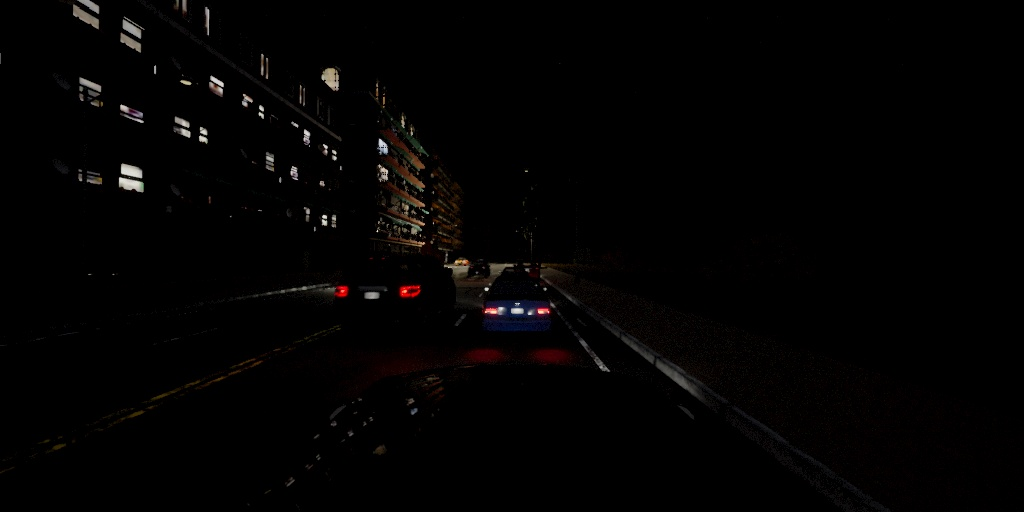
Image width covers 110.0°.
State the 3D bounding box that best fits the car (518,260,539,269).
[{"bbox_3d":[1.192,1.105,29.924,2.097,1.767,4.553,0,0,0],"label":"car"}]

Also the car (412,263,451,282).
[{"bbox_3d":[-6.547,1.301,29.873,2.033,1.411,5.357,0,0,0],"label":"car"}]

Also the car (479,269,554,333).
[{"bbox_3d":[0.119,1.299,10.657,2.033,1.411,5.357,0,0,0],"label":"car"}]

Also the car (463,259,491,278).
[{"bbox_3d":[-3.087,1.247,34.268,2.128,1.511,4.902,0,0,0],"label":"car"}]

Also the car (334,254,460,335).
[{"bbox_3d":[-3.134,0.973,10.717,2.150,2.045,5.566,0,0,0],"label":"car"}]

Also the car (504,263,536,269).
[{"bbox_3d":[0.131,1.317,20.990,1.994,1.385,4.181,0,0,1],"label":"car"}]
